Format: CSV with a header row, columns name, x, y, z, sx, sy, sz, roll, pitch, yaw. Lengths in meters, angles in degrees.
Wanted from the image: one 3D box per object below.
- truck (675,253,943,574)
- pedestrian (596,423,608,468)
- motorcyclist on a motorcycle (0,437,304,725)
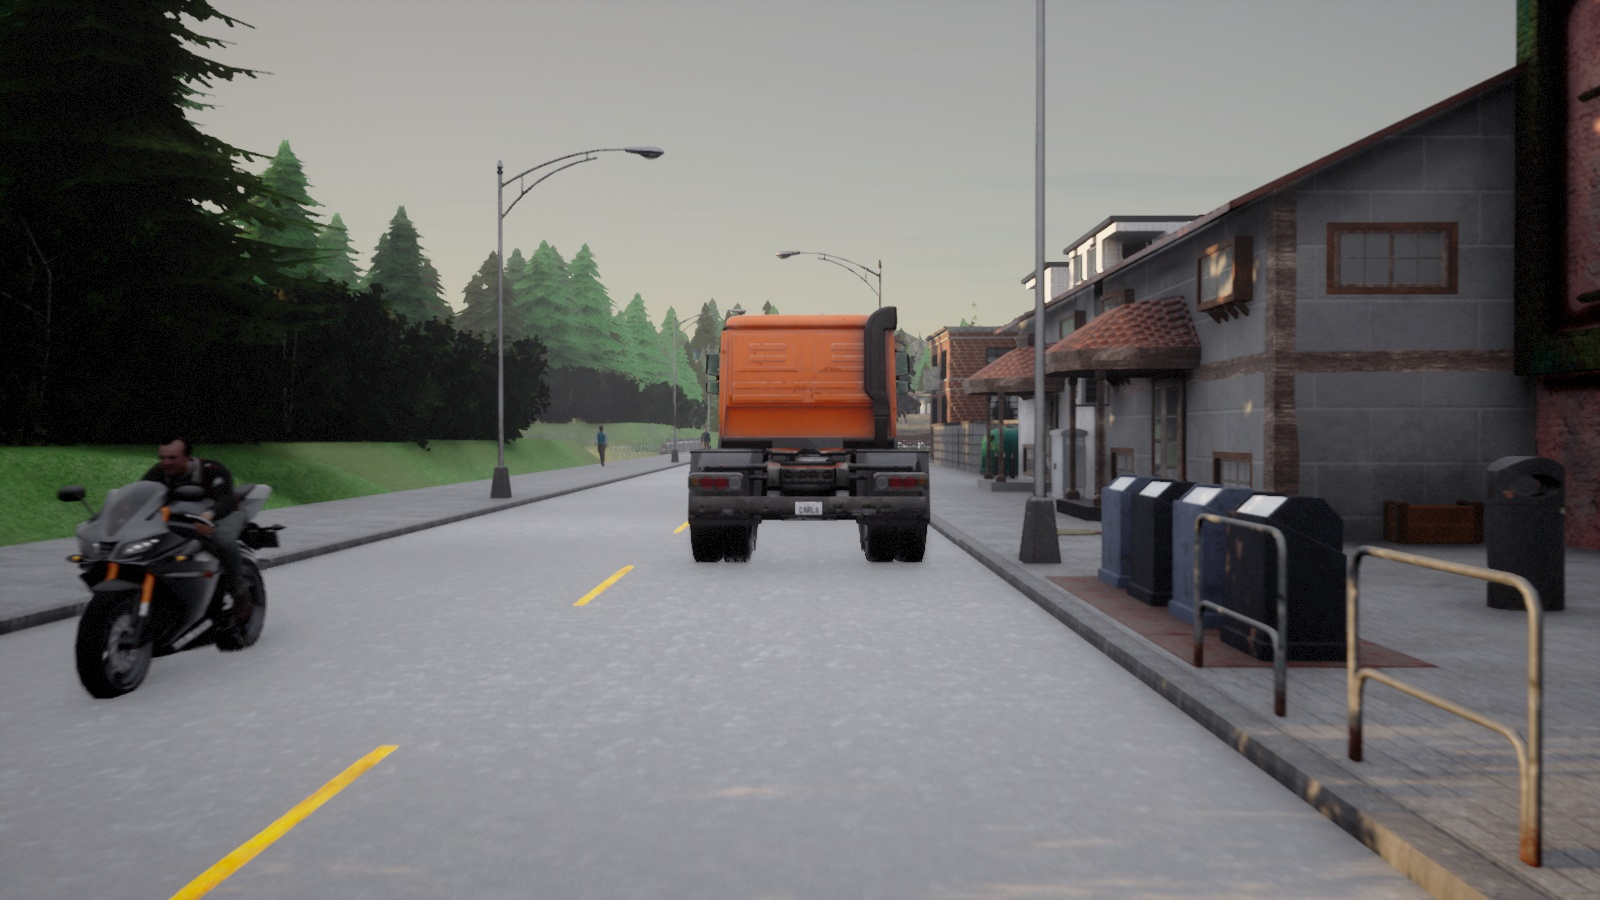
name,x,y,z,sx,sy,sz,roll,pitch,yaw
truck,0.112,-0.441,17.544,2.891,3.462,7.936,0,1,0
pedestrian,-8.659,-0.192,54.882,0.396,1.930,0.692,0,1,0
motorcyclist on a motorcycle,-3.942,0.686,7.769,0.866,1.530,2.191,0,1,0
